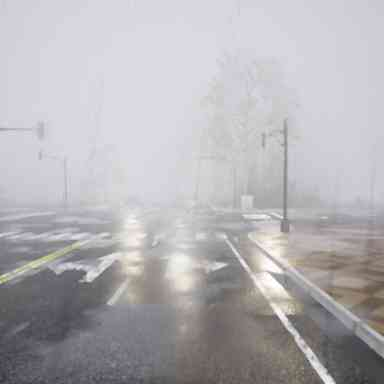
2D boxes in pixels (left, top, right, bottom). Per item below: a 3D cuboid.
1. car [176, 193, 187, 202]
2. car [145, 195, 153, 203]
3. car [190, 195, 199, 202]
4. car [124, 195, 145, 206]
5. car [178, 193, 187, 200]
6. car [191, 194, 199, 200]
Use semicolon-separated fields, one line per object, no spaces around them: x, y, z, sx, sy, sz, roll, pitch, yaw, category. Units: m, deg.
-2.672;1.438;75.903;1.812;1.442;4.674;0;0;1;car
-9.287;1.454;69.204;1.812;1.442;4.674;0;0;1;car
0.577;1.467;75.815;1.994;1.385;4.181;0;0;1;car
-9.594;1.305;54.240;2.097;1.767;4.553;0;0;1;car
-2.501;1.149;85.907;2.097;1.767;4.553;0;0;1;car
0.749;1.348;85.882;1.994;1.385;4.181;0;0;1;car
